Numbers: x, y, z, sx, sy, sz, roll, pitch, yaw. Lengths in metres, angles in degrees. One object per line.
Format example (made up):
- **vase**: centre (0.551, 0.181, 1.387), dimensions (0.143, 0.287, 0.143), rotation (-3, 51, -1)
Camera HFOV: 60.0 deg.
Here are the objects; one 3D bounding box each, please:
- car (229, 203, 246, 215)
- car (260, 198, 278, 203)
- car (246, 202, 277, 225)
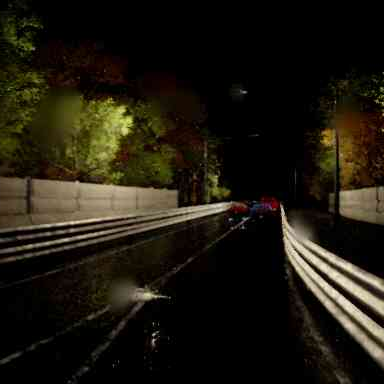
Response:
- **car**: centre (5.622, 2.054, 40.213), dimensions (1.895, 1.301, 4.718), rotation (0, -1, 15)
- **car**: centre (10.028, 1.749, 43.456), dimensions (2.150, 2.045, 5.566), rotation (0, -1, 15)
- **car**: centre (5.887, 1.800, 27.647), dimensions (1.882, 1.535, 5.008), rotation (0, -2, 15)
